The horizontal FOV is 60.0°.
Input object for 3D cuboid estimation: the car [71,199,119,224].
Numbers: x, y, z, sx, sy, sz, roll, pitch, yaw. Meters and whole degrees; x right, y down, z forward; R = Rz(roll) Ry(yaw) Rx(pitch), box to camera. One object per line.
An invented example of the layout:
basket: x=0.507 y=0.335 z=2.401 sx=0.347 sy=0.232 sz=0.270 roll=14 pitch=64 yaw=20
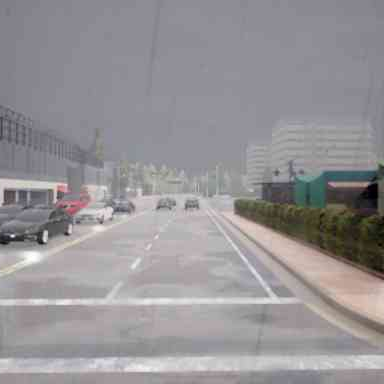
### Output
car: x=-7.096 y=1.504 z=24.773 sx=1.812 sy=1.442 sz=4.674 roll=0 pitch=0 yaw=0

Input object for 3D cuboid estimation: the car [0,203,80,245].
car: x=-7.102 y=1.491 z=15.588 sx=1.837 sy=1.490 sz=4.892 roll=0 pitch=0 yaw=0

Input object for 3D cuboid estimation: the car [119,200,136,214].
car: x=-7.084 y=1.533 z=34.733 sx=1.994 sy=1.385 sz=4.181 roll=0 pitch=0 yaw=0

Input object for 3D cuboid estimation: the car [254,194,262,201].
car: x=14.284 y=1.100 z=62.739 sx=3.866 sy=1.878 sz=1.905 roll=0 pitch=0 yaw=-2

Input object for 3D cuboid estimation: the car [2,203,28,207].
car: x=-10.600 y=1.487 z=20.057 sx=1.837 sy=1.490 sz=4.892 roll=0 pitch=0 yaw=0

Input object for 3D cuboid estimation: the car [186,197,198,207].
car: x=-0.004 y=1.554 z=52.771 sx=1.895 sy=1.301 sz=4.718 roll=0 pitch=0 yaw=0

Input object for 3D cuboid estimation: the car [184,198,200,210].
car: x=-0.003 y=1.454 z=42.466 sx=2.128 sy=1.511 sz=4.902 roll=0 pitch=0 yaw=0

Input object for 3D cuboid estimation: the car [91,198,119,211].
car: x=-10.553 y=1.511 z=40.740 sx=2.033 sy=1.411 sz=5.357 roll=0 pitch=0 yaw=1

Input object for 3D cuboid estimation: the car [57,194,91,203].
car: x=-10.600 y=1.195 z=30.042 sx=2.150 sy=2.045 sz=5.566 roll=0 pitch=0 yaw=0

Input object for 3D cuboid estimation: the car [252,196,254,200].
car: x=14.264 y=1.095 z=65.634 sx=4.605 sy=1.855 sz=1.932 roll=0 pitch=0 yaw=-2

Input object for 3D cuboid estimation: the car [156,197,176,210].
car: x=-3.503 y=1.510 z=42.466 sx=2.033 sy=1.411 sz=5.357 roll=0 pitch=0 yaw=0
